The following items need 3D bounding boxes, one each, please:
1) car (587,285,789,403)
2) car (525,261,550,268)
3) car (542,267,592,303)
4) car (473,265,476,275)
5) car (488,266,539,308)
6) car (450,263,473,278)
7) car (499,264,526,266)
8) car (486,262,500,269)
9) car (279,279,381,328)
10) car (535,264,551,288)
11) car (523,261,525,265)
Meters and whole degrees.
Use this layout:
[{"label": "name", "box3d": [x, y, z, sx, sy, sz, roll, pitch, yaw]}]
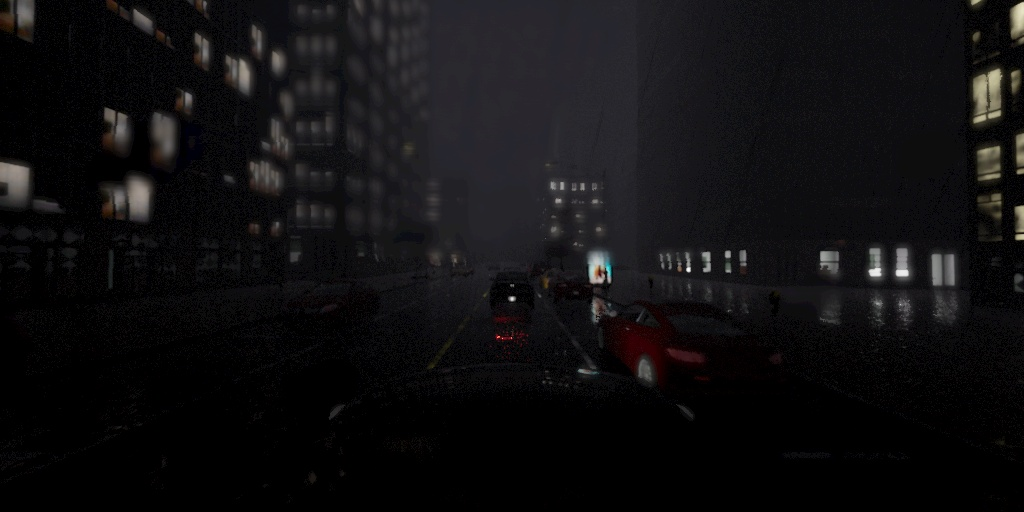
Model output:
[{"label": "car", "box3d": [2.694, 1.374, 6.214, 1.802, 1.307, 4.207, 0, 0, 0]}, {"label": "car", "box3d": [2.708, 1.368, 34.010, 2.192, 1.841, 5.009, 0, 0, 0]}, {"label": "car", "box3d": [2.699, 1.442, 17.333, 1.888, 1.381, 4.507, 0, 0, 0]}, {"label": "car", "box3d": [-5.666, 1.599, 45.134, 1.967, 1.591, 4.097, 0, 0, 0]}, {"label": "car", "box3d": [0.012, 1.394, 16.161, 1.837, 1.490, 4.892, 0, 0, 0]}, {"label": "car", "box3d": [-5.670, 1.632, 39.405, 1.751, 1.417, 4.829, 0, 0, 0]}, {"label": "car", "box3d": [0.017, 1.626, 30.967, 1.895, 1.301, 4.718, 0, -1, 0]}, {"label": "car", "box3d": [-2.973, 1.838, 61.219, 1.812, 1.442, 4.674, 0, -1, 0]}, {"label": "car", "box3d": [-5.685, 1.426, 11.778, 1.802, 1.307, 4.207, 0, 0, 0]}, {"label": "car", "box3d": [2.703, 1.474, 23.062, 1.751, 1.417, 4.829, 0, 0, 0]}, {"label": "car", "box3d": [2.711, 1.421, 39.569, 2.192, 1.841, 5.009, 0, 0, 0]}]
